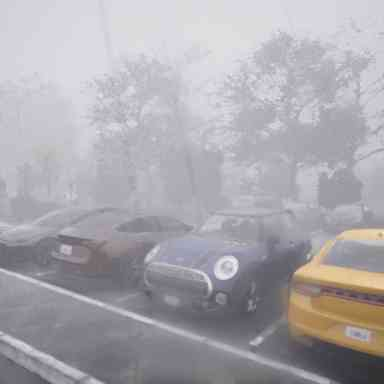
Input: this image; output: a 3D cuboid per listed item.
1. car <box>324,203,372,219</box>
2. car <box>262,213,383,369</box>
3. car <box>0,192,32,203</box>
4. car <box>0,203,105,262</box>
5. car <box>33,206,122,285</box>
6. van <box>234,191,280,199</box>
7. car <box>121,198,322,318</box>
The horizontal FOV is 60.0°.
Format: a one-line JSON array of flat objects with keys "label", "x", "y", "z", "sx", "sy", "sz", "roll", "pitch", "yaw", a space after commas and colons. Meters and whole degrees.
[{"label": "car", "x": 8.516, "y": 1.324, "z": 17.874, "sx": 2.002, "sy": 1.452, "sz": 4.674, "roll": 2, "pitch": 1, "yaw": 36}, {"label": "car", "x": 3.221, "y": 1.360, "z": 5.541, "sx": 2.097, "sy": 1.535, "sz": 5.008, "roll": 1, "pitch": 1, "yaw": 36}, {"label": "car", "x": -17.984, "y": 1.003, "z": 36.788, "sx": 2.097, "sy": 1.535, "sz": 5.008, "roll": 2, "pitch": 1, "yaw": 36}, {"label": "car", "x": -3.543, "y": 1.176, "z": 10.432, "sx": 2.163, "sy": 1.488, "sz": 4.792, "roll": 2, "pitch": 1, "yaw": 36}, {"label": "car", "x": -1.258, "y": 1.250, "z": 8.842, "sx": 2.163, "sy": 1.488, "sz": 4.792, "roll": 2, "pitch": 1, "yaw": 36}, {"label": "van", "x": 4.033, "y": 0.916, "z": 20.975, "sx": 1.878, "sy": 1.987, "sz": 4.442, "roll": 2, "pitch": 2, "yaw": 36}, {"label": "car", "x": 0.998, "y": 1.168, "z": 7.203, "sx": 2.185, "sy": 1.767, "sz": 4.553, "roll": 2, "pitch": 1, "yaw": 36}]
